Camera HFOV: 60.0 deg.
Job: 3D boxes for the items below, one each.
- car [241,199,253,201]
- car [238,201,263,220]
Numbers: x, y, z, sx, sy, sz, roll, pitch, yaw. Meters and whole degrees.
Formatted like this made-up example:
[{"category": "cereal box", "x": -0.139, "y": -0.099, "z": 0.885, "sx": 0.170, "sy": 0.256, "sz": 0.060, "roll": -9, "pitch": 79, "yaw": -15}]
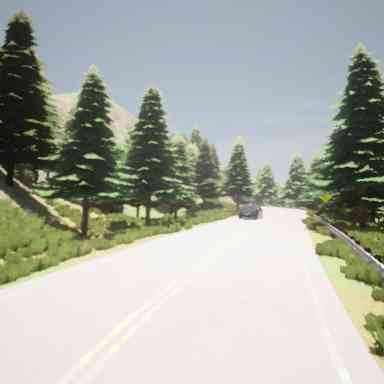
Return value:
[{"category": "car", "x": 12.376, "y": 2.201, "z": 73.661, "sx": 1.882, "sy": 1.535, "sz": 5.008, "roll": 3, "pitch": -1, "yaw": -12}, {"category": "car", "x": 5.840, "y": 1.908, "z": 33.035, "sx": 1.837, "sy": 1.490, "sz": 4.892, "roll": 0, "pitch": -1, "yaw": 20}]
